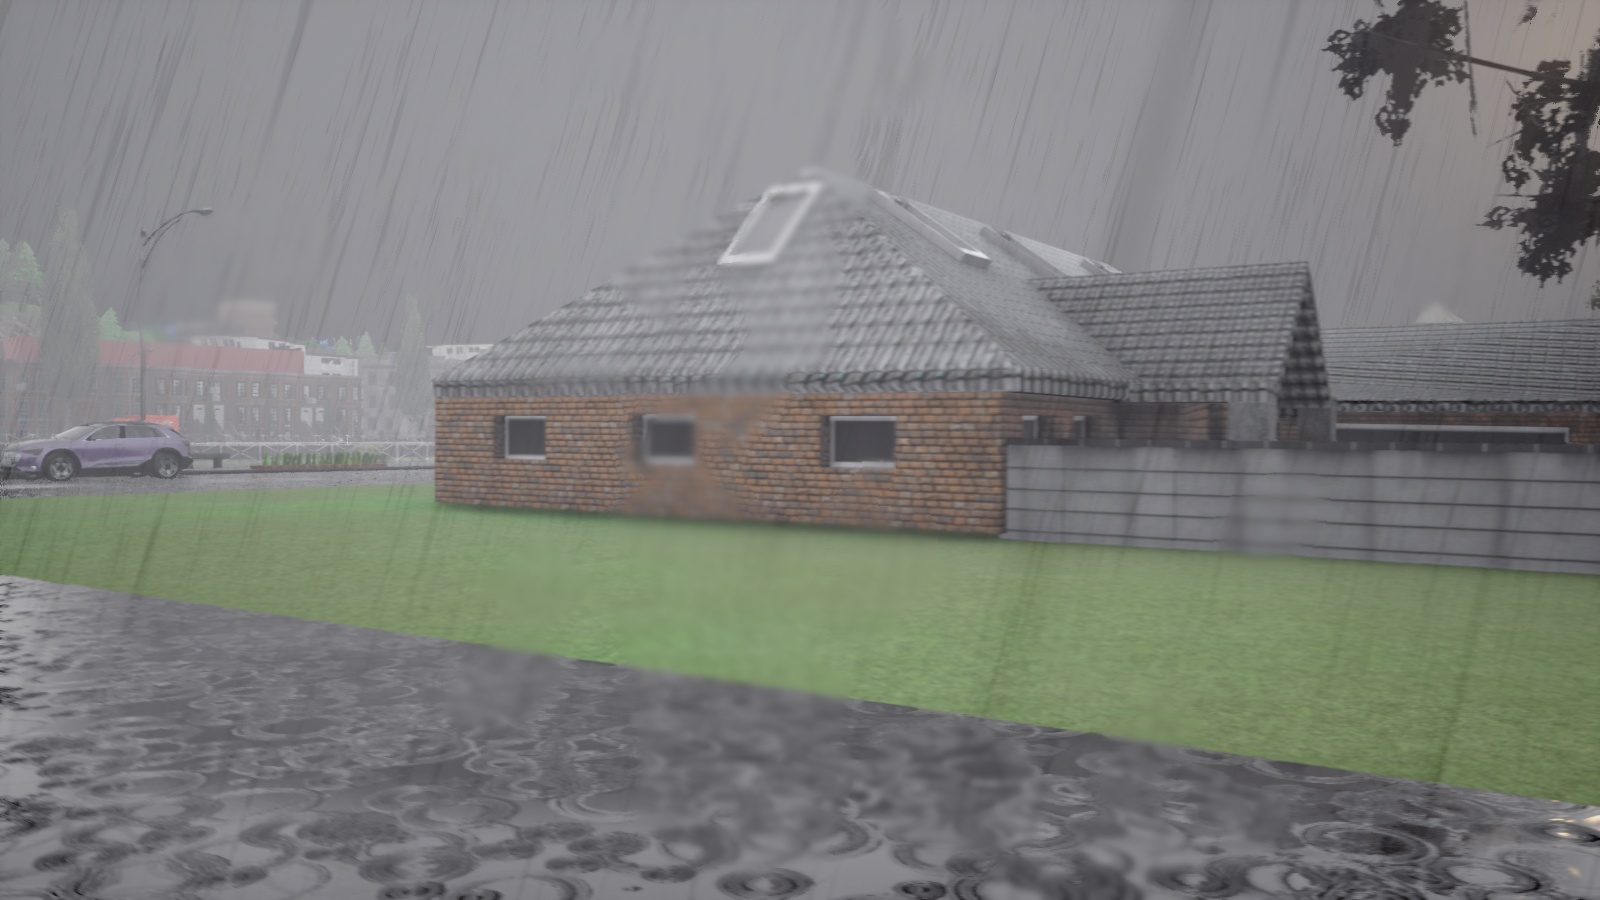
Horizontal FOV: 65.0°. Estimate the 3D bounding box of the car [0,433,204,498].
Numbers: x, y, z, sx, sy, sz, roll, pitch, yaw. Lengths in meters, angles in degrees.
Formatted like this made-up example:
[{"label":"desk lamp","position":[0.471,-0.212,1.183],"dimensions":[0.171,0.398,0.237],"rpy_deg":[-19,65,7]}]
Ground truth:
[{"label":"car","position":[-19.459,0.361,34.924],"dimensions":[2.033,1.649,4.856],"rpy_deg":[0,1,34]}]
